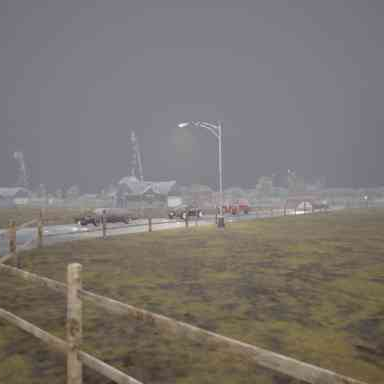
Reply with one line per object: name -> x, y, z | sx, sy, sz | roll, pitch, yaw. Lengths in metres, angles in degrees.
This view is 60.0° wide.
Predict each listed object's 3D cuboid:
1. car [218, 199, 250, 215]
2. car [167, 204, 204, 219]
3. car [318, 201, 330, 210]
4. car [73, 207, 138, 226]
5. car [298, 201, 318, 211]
car -> 5.568, 1.912, 43.383 | 2.150, 2.045, 5.566 | -2, -2, 36
car -> -0.626, 2.013, 34.723 | 1.837, 1.490, 4.892 | -2, -2, 36
car -> 25.122, 2.471, 64.325 | 2.097, 1.767, 4.553 | -2, -2, 34
car -> -6.648, 1.884, 26.309 | 2.033, 1.411, 5.357 | -2, -2, 36
car -> 19.407, 2.456, 56.361 | 1.812, 1.442, 4.674 | -2, -2, 36
